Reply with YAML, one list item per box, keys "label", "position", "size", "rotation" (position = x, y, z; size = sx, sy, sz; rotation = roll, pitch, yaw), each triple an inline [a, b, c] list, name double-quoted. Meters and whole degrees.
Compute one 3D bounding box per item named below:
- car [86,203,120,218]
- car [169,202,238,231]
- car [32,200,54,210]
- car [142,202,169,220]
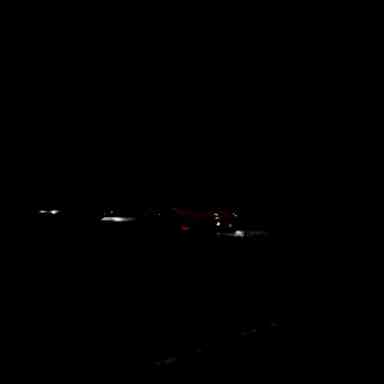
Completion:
- label: "car"
  position: [-8.912, 1.767, 33.101]
  size: [1.994, 1.385, 4.181]
  rotation: [0, -1, -40]
- label: "car"
  position: [0.838, 1.448, 21.566]
  size: [2.097, 1.767, 4.553]
  rotation: [0, -1, -40]
- label: "car"
  position: [-21.701, 1.842, 48.351]
  size: [1.882, 1.535, 5.008]
  rotation: [0, -1, -40]
- label: "car"
  position: [-2.764, 1.674, 30.391]
  size: [1.837, 1.490, 4.892]
  rotation: [0, -1, -40]
